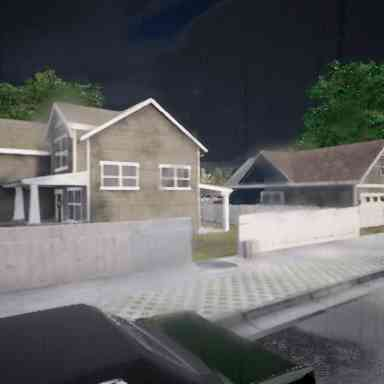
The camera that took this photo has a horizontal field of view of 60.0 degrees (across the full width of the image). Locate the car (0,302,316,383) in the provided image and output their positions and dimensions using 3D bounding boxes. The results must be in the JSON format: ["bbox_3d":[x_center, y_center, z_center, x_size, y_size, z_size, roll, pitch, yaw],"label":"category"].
[{"bbox_3d":[-1.401,1.640,2.103,4.718,1.301,1.895,0,-1,-34],"label":"car"}]
